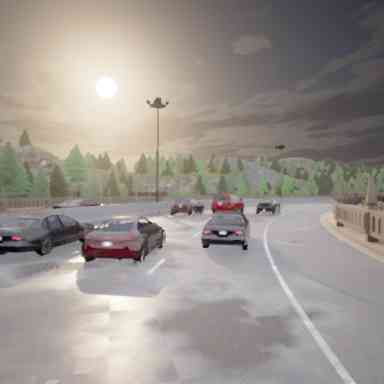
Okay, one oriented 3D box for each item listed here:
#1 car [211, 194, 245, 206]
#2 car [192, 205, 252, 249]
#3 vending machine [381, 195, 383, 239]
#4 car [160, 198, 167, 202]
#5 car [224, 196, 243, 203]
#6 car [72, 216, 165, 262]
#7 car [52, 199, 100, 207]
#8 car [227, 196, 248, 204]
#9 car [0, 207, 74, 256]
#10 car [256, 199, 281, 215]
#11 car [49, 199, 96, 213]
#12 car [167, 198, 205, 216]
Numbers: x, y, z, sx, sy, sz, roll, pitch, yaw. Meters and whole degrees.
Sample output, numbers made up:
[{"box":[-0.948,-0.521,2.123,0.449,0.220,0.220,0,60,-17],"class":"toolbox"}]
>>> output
[{"box":[3.654,1.212,33.290,2.150,2.045,5.566,0,0,23],"class":"car"},{"box":[1.608,1.540,14.620,2.033,1.411,5.357,0,0,11],"class":"car"},{"box":[9.691,1.201,15.686,1.100,2.100,0.880,-1,-1,13],"class":"vending machine"},{"box":[-3.007,1.554,44.222,2.033,1.411,5.357,0,0,27],"class":"car"},{"box":[9.198,1.577,73.006,1.994,1.385,4.181,0,0,44],"class":"car"},{"box":[-2.292,1.548,12.087,1.994,1.385,4.181,0,0,8],"class":"car"},{"box":[-11.339,1.463,33.776,1.882,1.535,5.008,0,0,20],"class":"car"},{"box":[9.434,1.577,68.129,1.837,1.490,4.892,0,0,41],"class":"car"},{"box":[-5.748,1.523,13.053,2.033,1.411,5.357,0,0,9],"class":"car"},{"box":[7.959,1.494,34.312,1.837,1.490,4.892,0,0,24],"class":"car"},{"box":[-13.509,1.539,38.005,2.033,1.411,5.357,0,0,22],"class":"car"},{"box":[-0.308,1.342,32.683,2.097,1.767,4.553,0,0,21],"class":"car"}]
